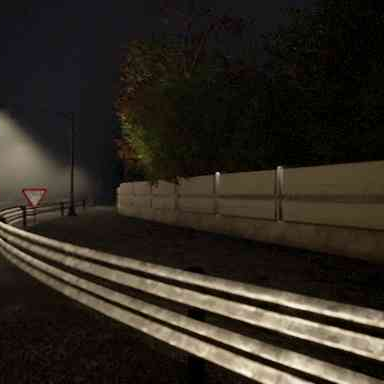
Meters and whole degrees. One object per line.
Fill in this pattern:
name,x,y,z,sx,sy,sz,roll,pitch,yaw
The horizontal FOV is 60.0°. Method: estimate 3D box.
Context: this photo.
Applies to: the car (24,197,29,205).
car,-32.742,1.827,68.203,1.837,1.490,4.892,0,0,-23
